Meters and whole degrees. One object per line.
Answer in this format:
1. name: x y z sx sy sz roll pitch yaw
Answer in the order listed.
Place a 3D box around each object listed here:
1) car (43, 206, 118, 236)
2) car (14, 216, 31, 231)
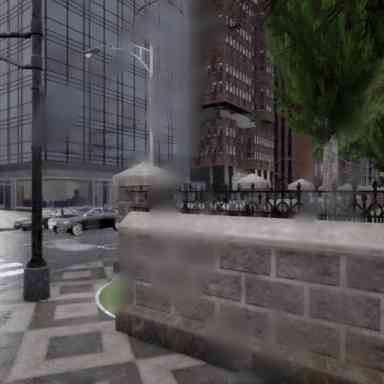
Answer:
1. car: -5.881 1.575 19.211 2.128 1.511 4.902 0 0 36
2. car: -8.440 1.630 20.220 2.008 1.369 4.403 0 -1 36
